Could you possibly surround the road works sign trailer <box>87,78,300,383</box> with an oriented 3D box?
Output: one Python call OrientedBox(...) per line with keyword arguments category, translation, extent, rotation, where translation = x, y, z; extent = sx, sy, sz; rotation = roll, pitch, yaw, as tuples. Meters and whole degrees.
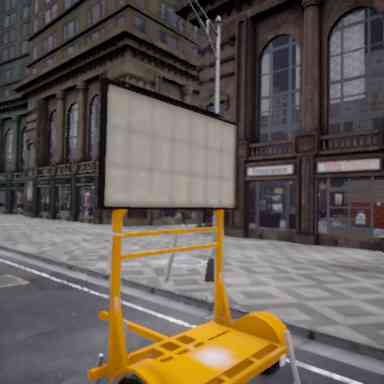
OrientedBox(category="road works sign trailer", translation=(-0.321, 0.621, 4.336), extent=(2.880, 3.560, 2.380), rotation=(-1, -3, 42))
